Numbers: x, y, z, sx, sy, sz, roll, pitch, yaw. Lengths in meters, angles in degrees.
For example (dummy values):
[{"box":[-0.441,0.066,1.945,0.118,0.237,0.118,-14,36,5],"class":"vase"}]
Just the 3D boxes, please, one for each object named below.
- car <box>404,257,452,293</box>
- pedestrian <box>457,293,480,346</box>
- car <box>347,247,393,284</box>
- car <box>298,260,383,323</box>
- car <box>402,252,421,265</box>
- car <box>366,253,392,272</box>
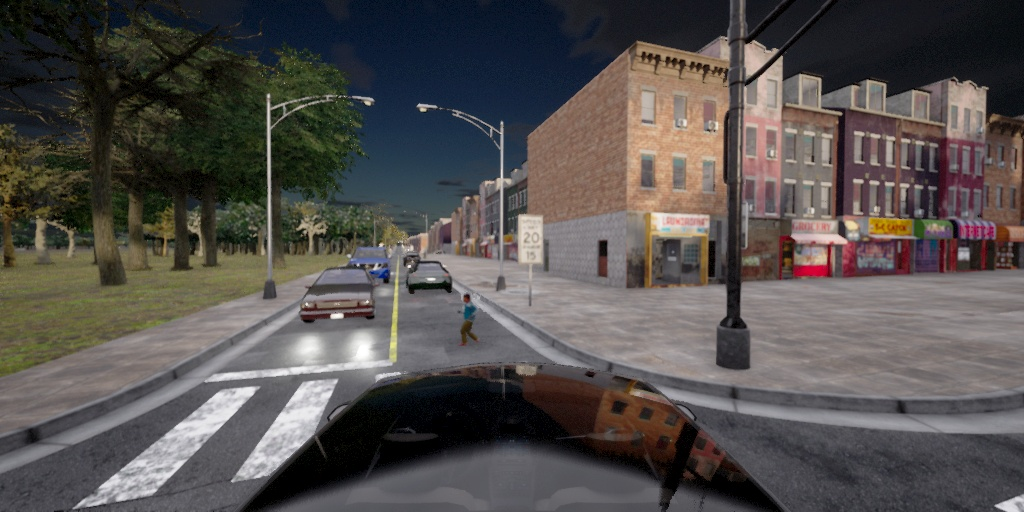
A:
[{"box":[-4.108,0.930,17.528,1.994,1.385,4.181,0,2,-17],"class":"car"},{"box":[-0.871,1.330,7.504,0.500,1.100,0.500,1,1,-17],"class":"pedestrian"},{"box":[-8.367,0.461,21.302,2.150,2.045,5.566,0,2,-18],"class":"car"},{"box":[-5.346,1.061,11.582,2.033,1.411,5.357,0,2,-20],"class":"car"},{"box":[-11.183,0.289,40.049,1.837,1.490,4.892,0,1,-18],"class":"car"},{"box":[-11.403,0.512,30.966,1.812,1.442,4.674,0,1,-17],"class":"car"}]
